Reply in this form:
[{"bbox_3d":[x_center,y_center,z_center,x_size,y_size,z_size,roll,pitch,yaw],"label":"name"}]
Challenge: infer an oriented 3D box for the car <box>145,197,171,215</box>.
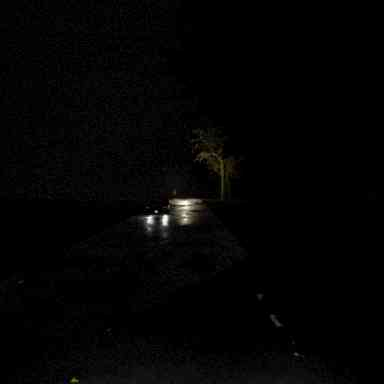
[{"bbox_3d":[-2.833,1.131,28.902,2.033,1.411,5.357,-1,1,0],"label":"car"}]
